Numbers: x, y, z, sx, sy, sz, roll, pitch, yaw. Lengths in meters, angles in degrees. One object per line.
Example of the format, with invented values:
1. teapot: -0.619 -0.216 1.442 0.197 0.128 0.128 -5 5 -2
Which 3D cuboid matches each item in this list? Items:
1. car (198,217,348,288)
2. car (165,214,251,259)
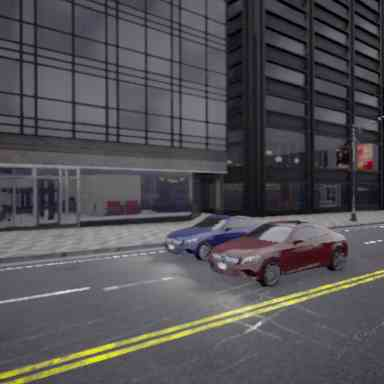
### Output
1. car: 2.648 1.572 9.547 4.674 1.442 1.812 0 0 -35
2. car: 1.216 1.576 12.518 4.674 1.442 1.812 0 0 -35
